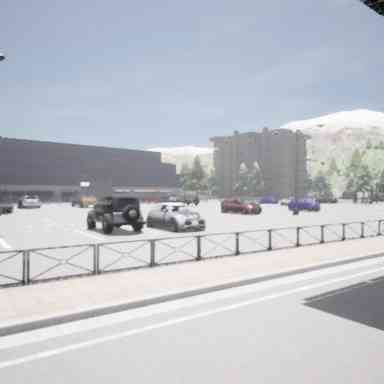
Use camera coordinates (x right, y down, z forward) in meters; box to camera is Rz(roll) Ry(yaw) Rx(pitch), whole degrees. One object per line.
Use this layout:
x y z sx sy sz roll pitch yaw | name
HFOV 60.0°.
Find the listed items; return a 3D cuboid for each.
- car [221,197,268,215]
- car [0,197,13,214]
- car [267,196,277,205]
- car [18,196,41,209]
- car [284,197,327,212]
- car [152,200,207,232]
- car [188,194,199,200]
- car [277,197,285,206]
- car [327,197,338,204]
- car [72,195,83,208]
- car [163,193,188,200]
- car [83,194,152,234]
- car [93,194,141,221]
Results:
4.722 1.383 32.223 2.007 1.523 4.514 1 0 -35 | car
-17.304 1.208 29.754 2.007 1.523 4.514 1 0 -35 | car
14.466 1.580 61.647 1.845 1.501 3.633 1 0 -35 | car
-18.391 1.146 37.623 1.970 1.475 3.806 1 0 -35 | car
12.898 1.477 37.967 1.845 1.501 3.633 1 0 -35 | car
-0.918 1.381 18.704 1.970 1.475 3.806 1 0 -35 | car
-0.772 1.169 51.013 1.932 1.855 4.605 1 0 -35 | car
16.326 1.593 53.869 1.970 1.475 3.806 1 0 -35 | car
28.847 1.834 71.547 1.837 1.490 4.892 1 0 -36 | car
-13.342 1.113 41.598 2.152 1.636 5.027 1 0 -35 | car
-2.904 1.129 48.997 1.905 1.878 3.866 1 0 -35 | car
-3.982 1.071 17.281 1.905 1.878 3.866 1 0 -35 | car
-5.850 1.090 25.601 1.932 1.855 4.605 1 0 -35 | car
